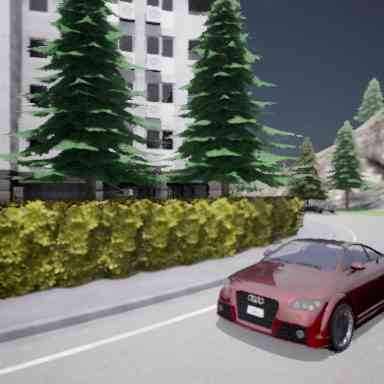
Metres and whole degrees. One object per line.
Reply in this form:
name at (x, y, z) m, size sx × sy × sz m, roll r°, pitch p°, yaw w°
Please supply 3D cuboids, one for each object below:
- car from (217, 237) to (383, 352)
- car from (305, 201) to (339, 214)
car at (2.409, 1.600, 6.318) m, size 4.181 × 1.385 × 1.994 m, roll 0°, pitch -1°, yaw -43°
car at (14.597, 1.747, 38.337) m, size 2.033 × 1.411 × 5.357 m, roll 0°, pitch 0°, yaw -11°
